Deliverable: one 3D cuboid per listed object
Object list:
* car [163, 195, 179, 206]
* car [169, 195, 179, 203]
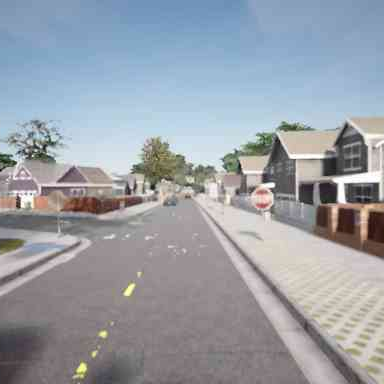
[{"bbox_3d":[-3.446,1.534,52.200,1.994,1.385,4.181,-1,0,0],"label":"car"},{"bbox_3d":[-3.604,1.478,67.520,1.837,1.490,4.892,-1,0,-1],"label":"car"}]
